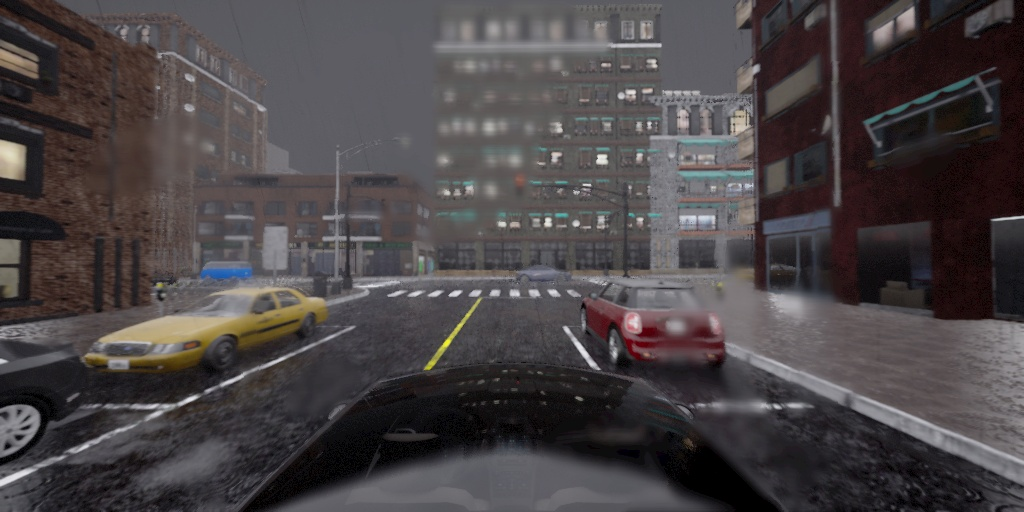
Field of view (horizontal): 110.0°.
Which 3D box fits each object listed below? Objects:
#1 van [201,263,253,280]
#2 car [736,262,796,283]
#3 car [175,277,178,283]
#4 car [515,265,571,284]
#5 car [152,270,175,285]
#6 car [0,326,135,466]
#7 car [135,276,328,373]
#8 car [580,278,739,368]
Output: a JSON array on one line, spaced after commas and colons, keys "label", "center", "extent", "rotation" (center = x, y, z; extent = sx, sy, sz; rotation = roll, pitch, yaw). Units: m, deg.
[{"label": "van", "center": [-26.070, 1.488, 32.826], "extent": [3.998, 1.789, 1.690], "rotation": [0, 0, 1]}, {"label": "car", "center": [17.648, 1.096, 23.824], "extent": [4.829, 1.417, 1.751], "rotation": [0, 0, 1]}, {"label": "car", "center": [-28.057, 1.616, 27.180], "extent": [4.181, 1.385, 1.994], "rotation": [0, -1, 1]}, {"label": "car", "center": [2.303, 1.330, 26.748], "extent": [4.181, 1.385, 1.994], "rotation": [-1, -1, 1]}, {"label": "car", "center": [-26.192, 1.542, 24.449], "extent": [4.313, 1.339, 1.948], "rotation": [0, 0, 1]}, {"label": "car", "center": [-5.657, 1.302, 2.196], "extent": [2.007, 1.370, 4.403], "rotation": [0, 0, 0]}, {"label": "car", "center": [-5.828, 1.293, 7.713], "extent": [1.751, 1.417, 4.829], "rotation": [0, 0, 0]}, {"label": "car", "center": [2.737, 1.208, 7.939], "extent": [1.967, 1.591, 4.097], "rotation": [0, 0, 0]}]
